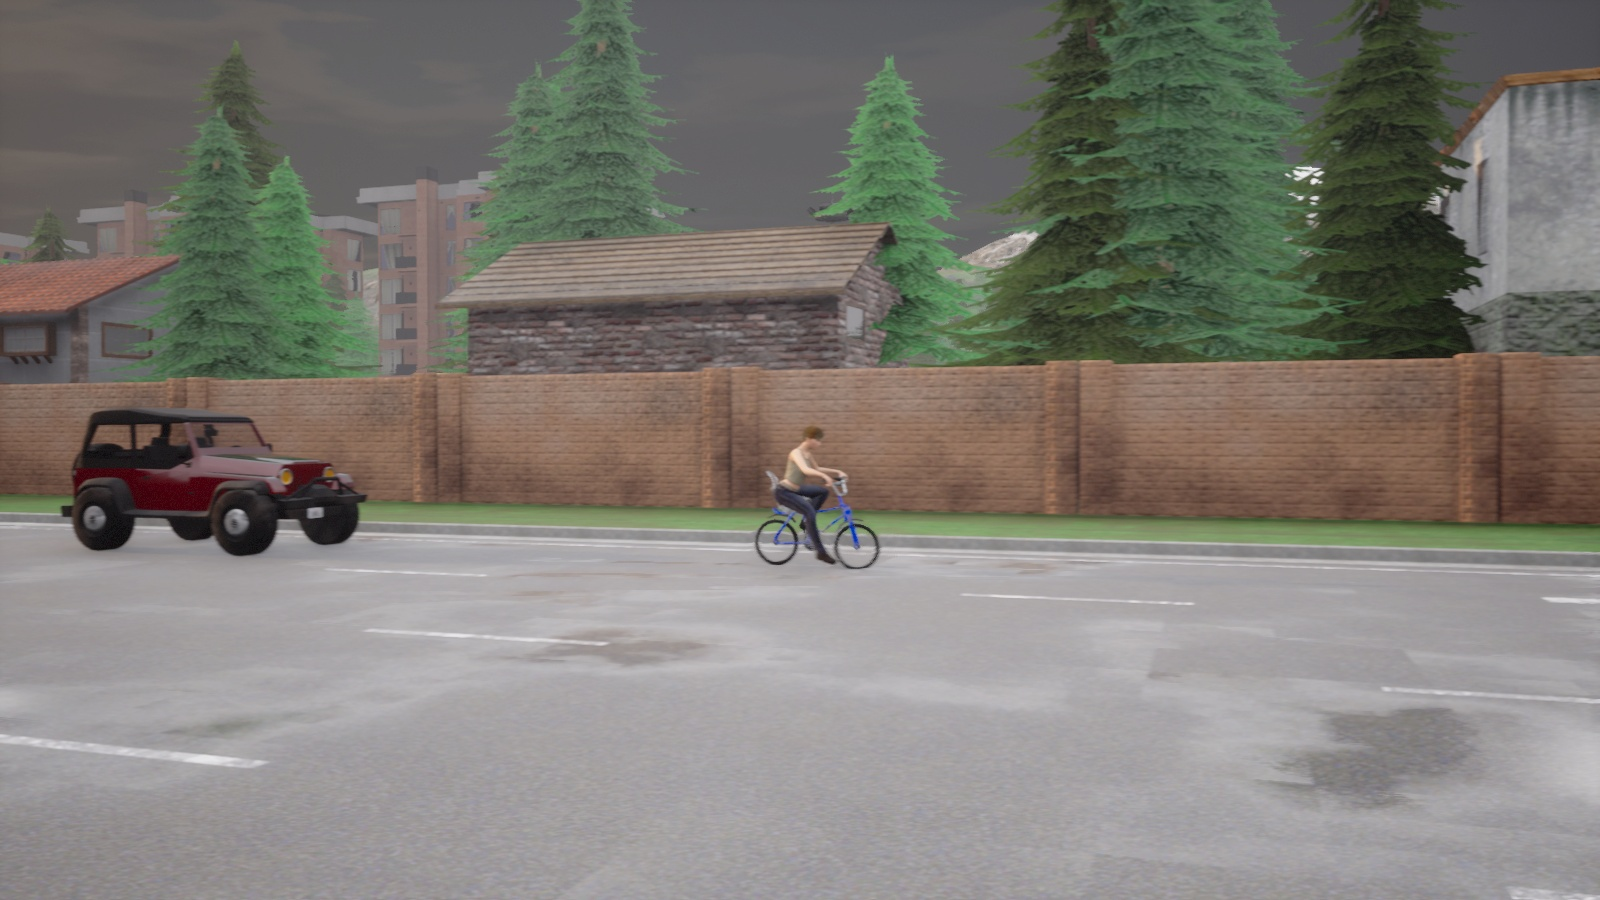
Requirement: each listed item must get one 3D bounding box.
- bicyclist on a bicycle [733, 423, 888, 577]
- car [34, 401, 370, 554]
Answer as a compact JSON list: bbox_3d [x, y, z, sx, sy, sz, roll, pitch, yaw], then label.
[{"bbox_3d":[0.128,0.531,14.230,1.509,1.612,0.866,3,2,19],"label":"bicyclist on a bicycle"},{"bbox_3d":[-8.034,0.303,16.956,3.866,1.878,1.905,1,1,19],"label":"car"}]
